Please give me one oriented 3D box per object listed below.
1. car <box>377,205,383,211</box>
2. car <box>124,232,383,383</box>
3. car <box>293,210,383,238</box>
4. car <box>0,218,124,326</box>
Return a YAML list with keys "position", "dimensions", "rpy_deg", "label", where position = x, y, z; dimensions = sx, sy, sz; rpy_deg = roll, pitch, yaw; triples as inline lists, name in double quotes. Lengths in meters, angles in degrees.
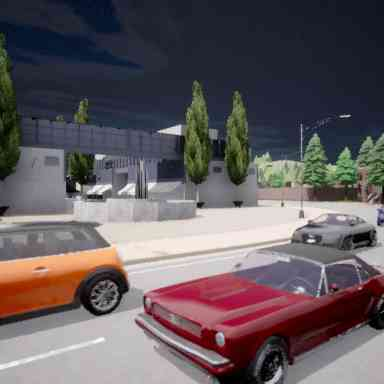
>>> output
- position: [13.840, 1.526, 22.862]
  dimensions: [1.812, 1.442, 4.674]
  rpy_deg: [0, 0, 30]
  label: "car"
- position: [1.534, 1.601, 5.304]
  dimensions: [4.718, 1.301, 1.895]
  rpy_deg: [0, 0, -38]
  label: "car"
- position: [5.705, 1.564, 13.207]
  dimensions: [4.181, 1.385, 1.994]
  rpy_deg: [0, 0, -43]
  label: "car"
- position: [-3.484, 1.352, 5.878]
  dimensions: [4.553, 1.767, 2.097]
  rpy_deg: [0, 0, -37]
  label: "car"
